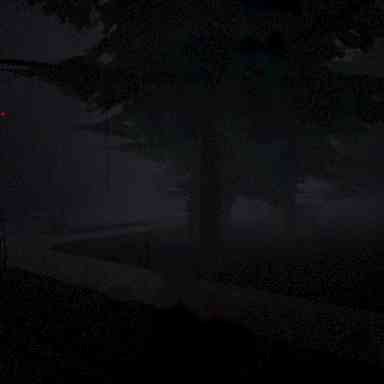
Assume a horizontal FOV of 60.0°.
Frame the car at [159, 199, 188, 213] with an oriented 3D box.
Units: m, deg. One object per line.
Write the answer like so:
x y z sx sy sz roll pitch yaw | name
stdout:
-1.683 1.450 35.914 1.994 1.385 4.181 0 0 37 | car
